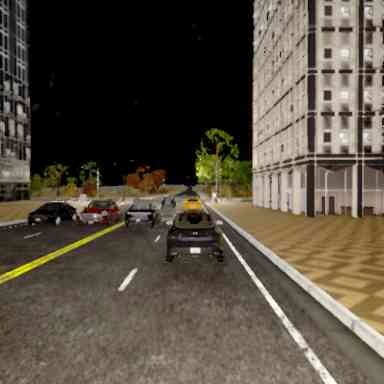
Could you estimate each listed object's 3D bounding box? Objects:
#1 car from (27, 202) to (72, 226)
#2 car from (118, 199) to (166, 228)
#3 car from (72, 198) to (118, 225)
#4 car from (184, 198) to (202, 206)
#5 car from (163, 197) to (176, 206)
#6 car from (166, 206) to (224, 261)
[{"bbox_3d":[-9.753,1.478,23.570,1.882,1.535,5.008,0,0,0],"label":"car"},{"bbox_3d":[-3.153,1.450,21.930,2.128,1.511,4.902,0,0,0],"label":"car"},{"bbox_3d":[-6.503,1.373,23.600,2.097,1.767,4.553,0,0,0],"label":"car"},{"bbox_3d":[0.095,1.404,36.704,1.882,1.535,5.008,0,0,0],"label":"car"},{"bbox_3d":[-3.157,1.394,45.565,2.128,1.511,4.902,0,0,0],"label":"car"},{"bbox_3d":[0.099,1.481,12.192,1.837,1.490,4.892,0,0,0],"label":"car"}]
